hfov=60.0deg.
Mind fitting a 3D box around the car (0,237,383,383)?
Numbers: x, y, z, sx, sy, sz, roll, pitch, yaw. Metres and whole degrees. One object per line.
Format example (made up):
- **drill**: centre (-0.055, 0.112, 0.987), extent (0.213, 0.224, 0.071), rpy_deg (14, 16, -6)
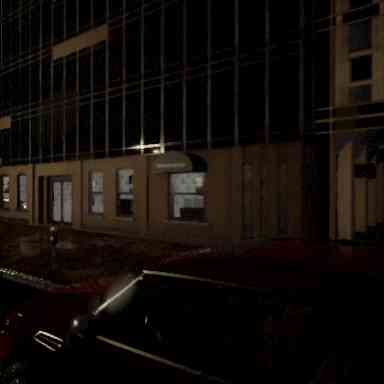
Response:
- **car**: centre (0.487, 1.308, 2.533), extent (5.009, 1.841, 2.192), rpy_deg (1, 0, 36)
